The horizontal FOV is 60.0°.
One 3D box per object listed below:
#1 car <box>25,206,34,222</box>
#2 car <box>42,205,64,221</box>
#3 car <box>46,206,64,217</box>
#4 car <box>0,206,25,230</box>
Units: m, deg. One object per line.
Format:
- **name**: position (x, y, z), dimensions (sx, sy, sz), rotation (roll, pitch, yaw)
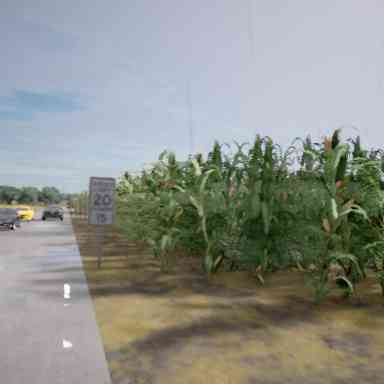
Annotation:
- **car**: position (-17.192, 2.158, 33.582), dimensions (1.882, 1.535, 5.008), rotation (3, -3, -20)
- **car**: position (-15.419, 2.229, 36.967), dimensions (2.097, 1.767, 4.553), rotation (3, -3, -20)
- **car**: position (-19.389, 2.766, 47.233), dimensions (2.033, 1.411, 5.357), rotation (3, -3, -21)
- **car**: position (-13.593, 1.908, 24.030), dimensions (1.837, 1.490, 4.892), rotation (3, -2, -21)
